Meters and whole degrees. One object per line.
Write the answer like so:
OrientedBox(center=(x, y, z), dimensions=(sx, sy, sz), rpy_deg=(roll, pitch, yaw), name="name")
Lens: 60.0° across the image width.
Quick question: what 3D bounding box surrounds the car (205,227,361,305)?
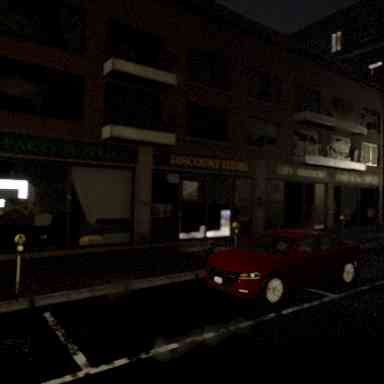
OrientedBox(center=(2.385, 1.608, 8.242), dimensions=(4.507, 1.381, 1.887), rpy_deg=(1, 1, -35), name="car")
